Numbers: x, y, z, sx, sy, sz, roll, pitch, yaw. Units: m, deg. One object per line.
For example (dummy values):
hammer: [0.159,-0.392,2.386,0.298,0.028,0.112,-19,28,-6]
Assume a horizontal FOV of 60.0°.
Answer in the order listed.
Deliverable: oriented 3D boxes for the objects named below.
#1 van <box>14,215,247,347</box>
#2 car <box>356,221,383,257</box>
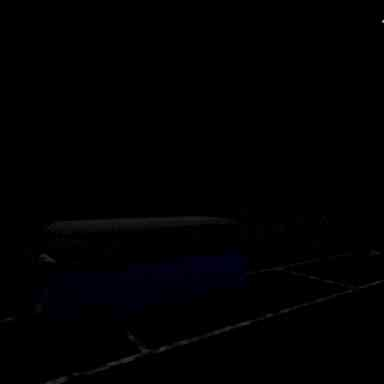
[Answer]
van: [-0.838,1.357,6.044,3.998,1.788,1.690,0,0,-35]
car: [7.782,1.644,12.171,4.313,1.339,1.947,0,0,-35]
